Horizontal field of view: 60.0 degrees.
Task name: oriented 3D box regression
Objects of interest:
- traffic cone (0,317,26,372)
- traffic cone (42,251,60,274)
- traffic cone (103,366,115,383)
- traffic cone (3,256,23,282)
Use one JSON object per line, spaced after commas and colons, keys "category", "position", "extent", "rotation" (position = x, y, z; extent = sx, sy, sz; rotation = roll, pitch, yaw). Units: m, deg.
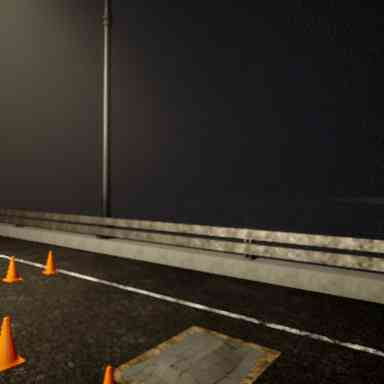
{"category": "traffic cone", "position": [-2.398, 1.925, 4.310], "extent": [0.340, 0.580, 0.340], "rotation": [1, 0, 36]}
{"category": "traffic cone", "position": [-3.860, 1.897, 9.091], "extent": [0.340, 0.580, 0.340], "rotation": [1, 0, 36]}
{"category": "traffic cone", "position": [-0.782, 1.940, 3.131], "extent": [0.340, 0.580, 0.340], "rotation": [1, 0, 36]}
{"category": "traffic cone", "position": [-4.449, 1.896, 8.284], "extent": [0.340, 0.580, 0.340], "rotation": [1, 0, 36]}
